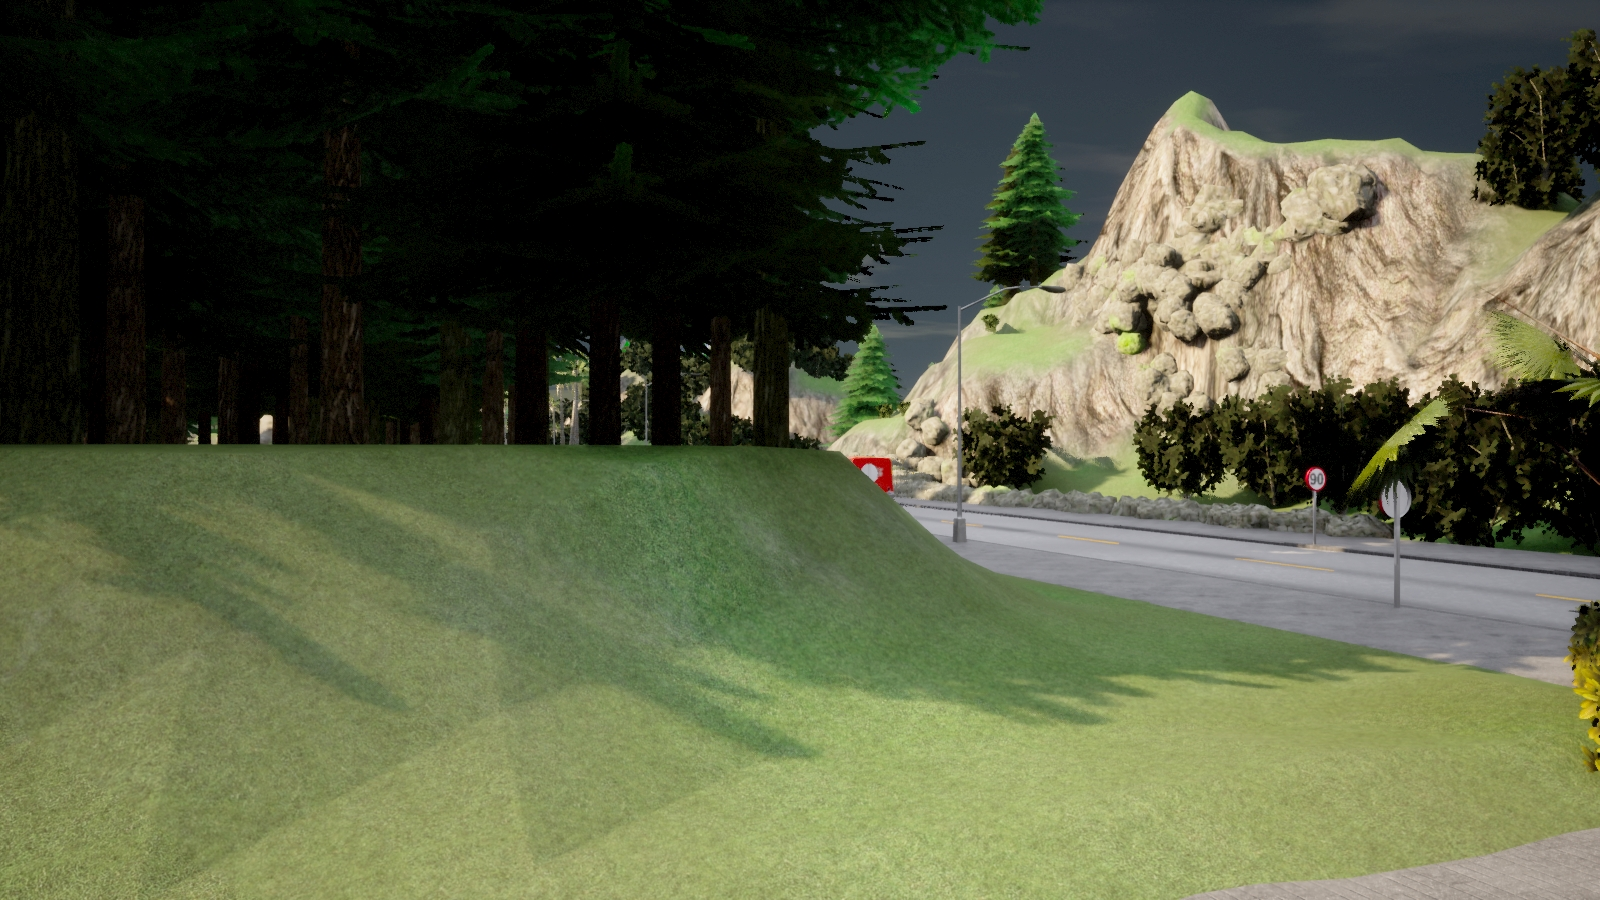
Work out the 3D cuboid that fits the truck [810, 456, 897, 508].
[{"bbox_3d":[2.663,1.570,58.611,2.627,2.467,5.204,0,0,-20],"label":"truck"}]
